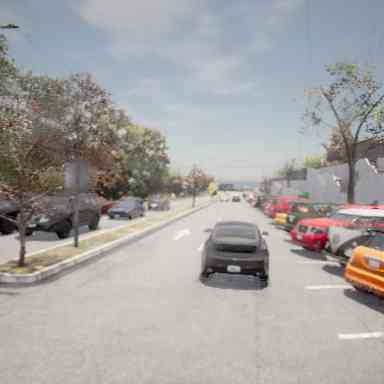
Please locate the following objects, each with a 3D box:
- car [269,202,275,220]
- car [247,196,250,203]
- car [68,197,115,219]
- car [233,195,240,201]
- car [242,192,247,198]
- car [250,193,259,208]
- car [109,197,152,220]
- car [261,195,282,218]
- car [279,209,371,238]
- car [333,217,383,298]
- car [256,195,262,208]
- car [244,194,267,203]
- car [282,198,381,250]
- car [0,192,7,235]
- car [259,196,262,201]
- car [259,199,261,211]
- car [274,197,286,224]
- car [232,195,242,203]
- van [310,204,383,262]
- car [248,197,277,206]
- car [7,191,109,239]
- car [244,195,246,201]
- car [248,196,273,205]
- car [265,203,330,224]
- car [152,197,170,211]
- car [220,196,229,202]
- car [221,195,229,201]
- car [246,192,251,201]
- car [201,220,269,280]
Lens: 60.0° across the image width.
[{"bbox_3d":[8.364,1.798,22.674,5.366,1.575,1.946,2,0,-12],"label":"car"},{"bbox_3d":[11.925,1.809,52.341,5.366,1.575,1.946,3,0,-12],"label":"car"},{"bbox_3d":[-8.183,1.238,27.641,1.882,1.535,5.008,2,0,7],"label":"car"},{"bbox_3d":[12.233,1.656,92.138,1.812,1.442,4.674,2,1,8],"label":"car"},{"bbox_3d":[15.670,1.688,79.177,5.566,2.045,2.435,2,0,-13],"label":"car"},{"bbox_3d":[10.969,1.539,43.473,5.566,2.045,2.435,3,0,-12],"label":"car"},{"bbox_3d":[-5.201,1.403,27.367,2.033,1.411,5.357,2,0,8],"label":"car"},{"bbox_3d":[8.616,1.538,25.616,5.566,2.045,2.435,2,0,-12],"label":"car"},{"bbox_3d":[7.776,1.838,19.658,4.674,1.452,2.002,2,0,-12],"label":"car"},{"bbox_3d":[6.074,1.689,7.731,4.553,1.767,2.185,2,0,-12],"label":"car"},{"bbox_3d":[10.122,1.653,37.506,4.553,1.767,2.185,3,0,-12],"label":"car"},{"bbox_3d":[16.793,1.659,88.087,5.566,2.045,2.435,2,1,-12],"label":"car"},{"bbox_3d":[6.950,1.555,13.682,5.566,2.045,2.435,3,1,-12],"label":"car"},{"bbox_3d":[-9.505,0.997,17.865,2.150,2.045,5.566,2,0,8],"label":"car"},{"bbox_3d":[9.794,1.655,34.537,4.553,1.767,2.185,3,1,-13],"label":"car"},{"bbox_3d":[9.371,1.783,31.557,4.892,1.521,2.231,3,1,-13],"label":"car"},{"bbox_3d":[7.416,1.553,16.683,5.566,2.045,2.435,2,0,-12],"label":"car"},{"bbox_3d":[10.922,1.640,82.187,2.097,1.767,4.553,2,0,8],"label":"car"},{"bbox_3d":[6.440,1.582,10.686,4.442,1.987,1.878,2,1,-12],"label":"van"},{"bbox_3d":[13.665,1.891,64.287,5.008,1.535,2.097,3,0,-12],"label":"car"},{"bbox_3d":[-6.572,1.093,17.207,2.150,2.045,5.566,2,0,7],"label":"car"},{"bbox_3d":[15.266,1.967,76.205,4.792,1.488,2.163,3,0,-13],"label":"car"},{"bbox_3d":[14.492,1.797,70.242,4.553,1.767,2.185,3,0,-12],"label":"car"},{"bbox_3d":[8.998,1.814,28.596,4.792,1.488,2.163,3,0,-12],"label":"car"},{"bbox_3d":[-3.772,1.339,38.098,2.128,1.511,4.902,2,0,8],"label":"car"},{"bbox_3d":[7.995,1.713,82.969,1.812,1.442,4.674,2,0,8],"label":"car"},{"bbox_3d":[9.308,1.672,92.921,1.895,1.301,4.718,2,1,8],"label":"car"},{"bbox_3d":[12.483,1.585,55.347,5.566,2.045,2.435,3,0,-13],"label":"car"},{"bbox_3d":[1.407,1.673,10.718,1.837,1.490,4.892,2,0,8],"label":"car"}]
